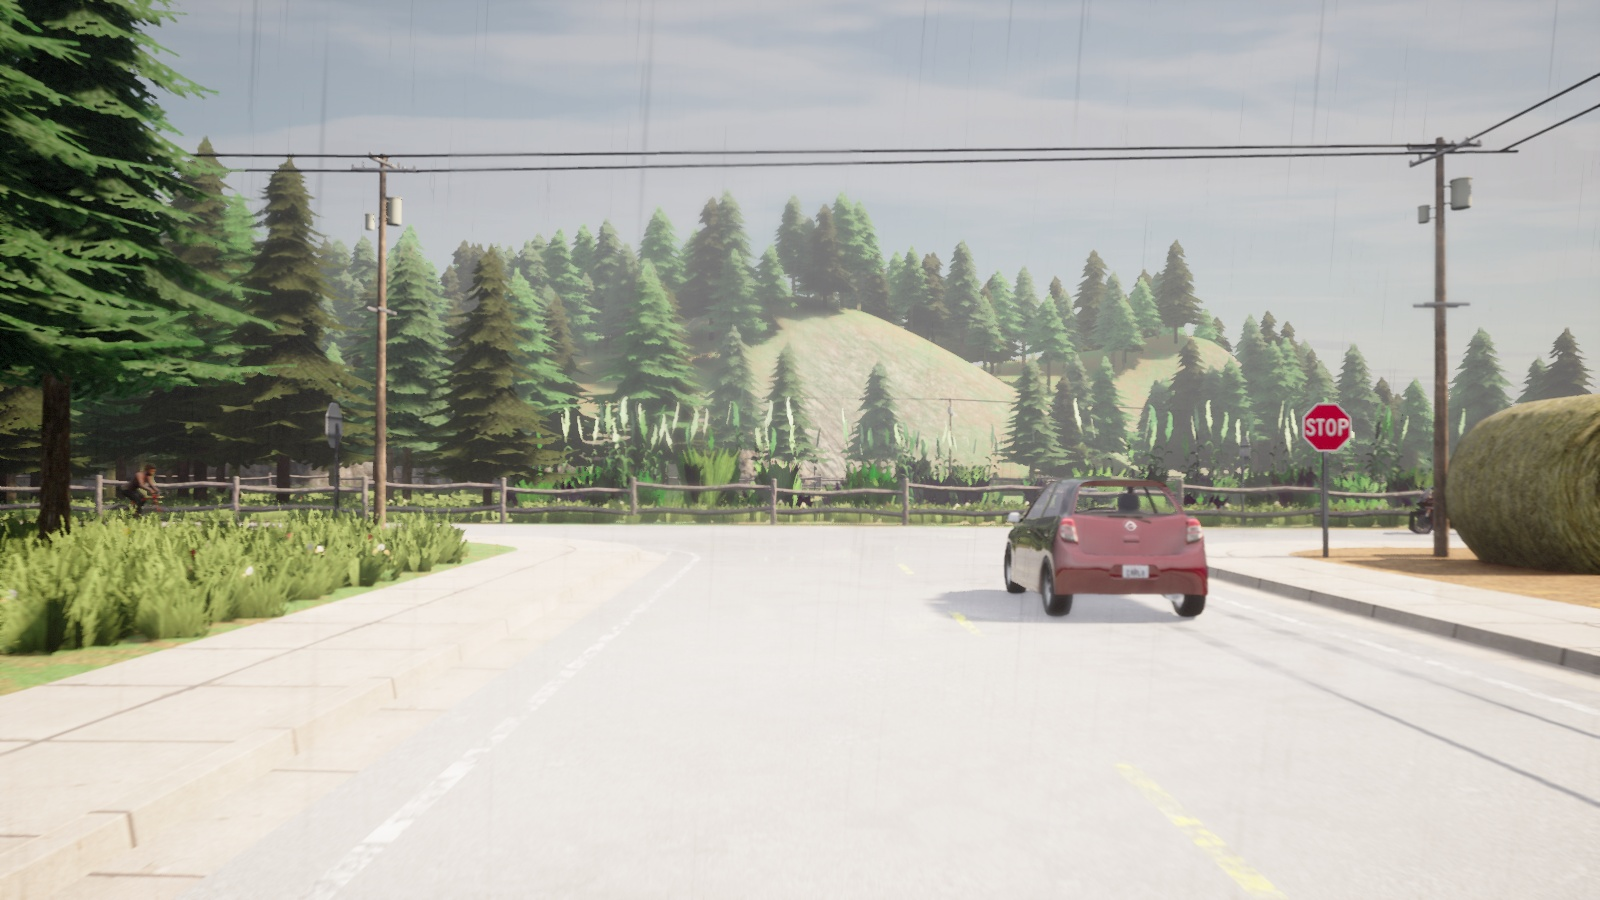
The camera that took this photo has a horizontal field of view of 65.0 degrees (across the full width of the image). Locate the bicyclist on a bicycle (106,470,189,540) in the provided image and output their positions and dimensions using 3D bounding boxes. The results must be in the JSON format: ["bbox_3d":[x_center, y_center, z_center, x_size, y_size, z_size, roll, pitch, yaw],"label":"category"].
[{"bbox_3d":[-15.343,1.289,29.551,1.656,1.620,0.582,0,-1,3],"label":"bicyclist on a bicycle"}]

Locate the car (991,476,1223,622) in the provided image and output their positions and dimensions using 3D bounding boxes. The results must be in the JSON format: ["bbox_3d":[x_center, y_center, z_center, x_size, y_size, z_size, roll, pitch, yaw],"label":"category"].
[{"bbox_3d":[3.464,1.064,14.866,1.845,1.501,3.633,0,-1,0],"label":"car"}]

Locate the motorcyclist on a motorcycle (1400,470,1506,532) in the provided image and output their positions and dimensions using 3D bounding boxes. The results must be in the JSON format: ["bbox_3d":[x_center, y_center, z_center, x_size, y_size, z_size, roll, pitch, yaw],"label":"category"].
[{"bbox_3d":[16.414,1.278,31.593,2.191,1.530,0.866,0,-1,3],"label":"motorcyclist on a motorcycle"}]
